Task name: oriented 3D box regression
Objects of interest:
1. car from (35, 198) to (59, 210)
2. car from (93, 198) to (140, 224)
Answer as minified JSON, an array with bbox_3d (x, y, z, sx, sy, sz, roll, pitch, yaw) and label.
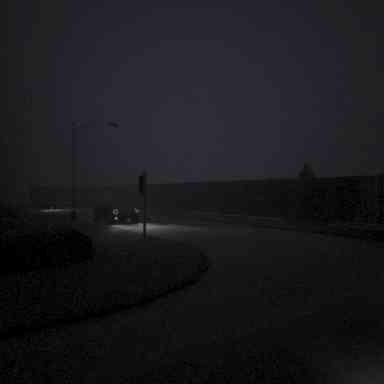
[{"bbox_3d":[-19.102,1.546,43.614,2.033,1.411,5.357,0,0,-36],"label":"car"},{"bbox_3d":[-5.684,1.352,24.777,2.097,1.767,4.553,0,0,-36],"label":"car"}]
